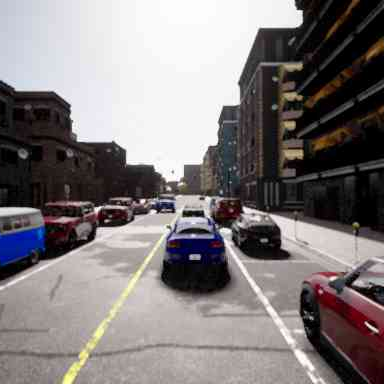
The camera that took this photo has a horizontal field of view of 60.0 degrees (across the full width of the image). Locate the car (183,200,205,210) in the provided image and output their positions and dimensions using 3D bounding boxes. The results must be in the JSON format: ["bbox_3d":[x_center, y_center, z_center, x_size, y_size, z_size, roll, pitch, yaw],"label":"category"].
[{"bbox_3d":[0.137,1.690,30.209,1.895,1.301,4.718,0,0,0],"label":"car"}]

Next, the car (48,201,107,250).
[{"bbox_3d":[-5.650,1.360,14.712,2.192,1.841,5.009,1,0,0],"label":"car"}]

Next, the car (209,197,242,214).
[{"bbox_3d":[2.746,1.391,25.506,2.192,1.841,5.009,1,0,0],"label":"car"}]

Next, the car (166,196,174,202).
[{"bbox_3d":[-5.623,1.791,85.110,1.887,1.381,4.507,1,0,0],"label":"car"}]

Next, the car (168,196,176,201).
[{"bbox_3d":[-5.538,1.806,90.792,1.887,1.381,4.507,1,0,0],"label":"car"}]

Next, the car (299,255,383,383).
[{"bbox_3d":[2.711,1.452,3.878,1.967,1.590,4.097,1,0,0],"label":"car"}]

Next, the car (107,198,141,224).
[{"bbox_3d":[-5.633,1.391,25.526,2.192,1.841,5.009,1,0,0],"label":"car"}]

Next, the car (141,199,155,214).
[{"bbox_3d":[-5.619,1.548,36.341,1.967,1.590,4.097,1,0,0],"label":"car"}]

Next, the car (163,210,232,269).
[{"bbox_3d":[0.095,1.559,11.107,1.812,1.442,4.674,0,0,0],"label":"car"}]

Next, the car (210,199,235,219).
[{"bbox_3d":[2.752,1.531,30.913,1.967,1.590,4.097,1,0,0],"label":"car"}]

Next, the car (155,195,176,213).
[{"bbox_3d":[-3.035,1.338,39.436,2.150,2.045,5.566,0,0,0],"label":"car"}]

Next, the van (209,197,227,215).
[{"bbox_3d":[2.763,1.448,36.321,1.690,1.788,3.998,1,0,0],"label":"van"}]

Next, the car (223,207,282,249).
[{"bbox_3d":[2.726,1.595,14.691,2.008,1.369,4.403,1,0,0],"label":"car"}]

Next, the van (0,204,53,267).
[{"bbox_3d":[-5.659,1.370,9.305,1.690,1.788,3.998,1,0,0],"label":"van"}]

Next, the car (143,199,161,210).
[{"bbox_3d":[-5.605,1.690,47.154,2.008,1.369,4.403,1,0,0],"label":"car"}]
